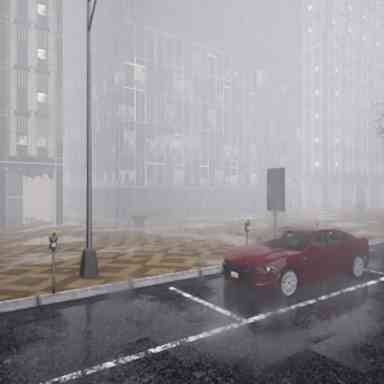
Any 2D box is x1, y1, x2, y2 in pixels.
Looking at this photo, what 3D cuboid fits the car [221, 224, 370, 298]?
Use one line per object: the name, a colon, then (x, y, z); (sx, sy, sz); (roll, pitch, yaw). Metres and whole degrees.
car: (2.752, 1.544, 8.502); (4.507, 1.381, 1.887); (0, 0, -35)
